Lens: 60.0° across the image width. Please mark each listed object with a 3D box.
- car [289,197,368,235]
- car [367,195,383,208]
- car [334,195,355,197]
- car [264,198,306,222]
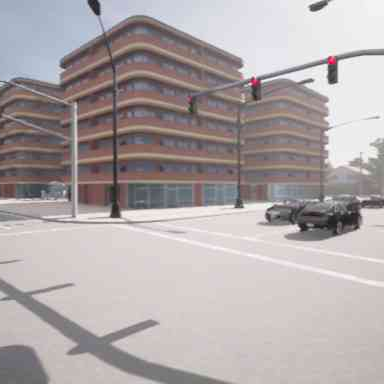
[{"bbox_3d":[7.091,1.233,16.973,1.837,1.490,4.892,0,1,44],"label":"car"},{"bbox_3d":[19.745,1.005,35.719,1.895,1.301,4.718,1,1,43],"label":"car"},{"bbox_3d":[12.922,1.041,28.464,1.837,1.490,4.892,1,1,43],"label":"car"},{"bbox_3d":[6.553,1.150,21.688,2.128,1.511,4.902,1,1,43],"label":"car"}]
